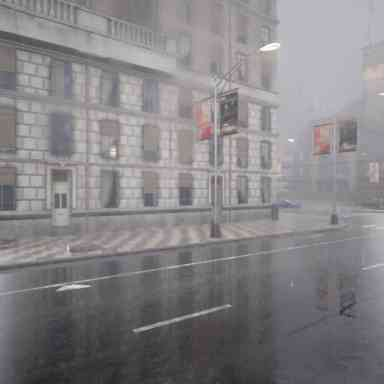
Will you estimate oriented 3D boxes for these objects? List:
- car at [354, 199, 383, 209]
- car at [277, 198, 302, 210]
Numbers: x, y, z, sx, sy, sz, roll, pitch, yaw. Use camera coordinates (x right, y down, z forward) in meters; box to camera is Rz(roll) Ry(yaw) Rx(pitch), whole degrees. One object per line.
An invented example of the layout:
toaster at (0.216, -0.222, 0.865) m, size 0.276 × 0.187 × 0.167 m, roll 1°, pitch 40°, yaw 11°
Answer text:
car at (24.741, 1.600, 45.292) m, size 1.895 × 1.301 × 4.718 m, roll 0°, pitch 0°, yaw -37°
car at (11.913, 1.525, 42.908) m, size 1.812 × 1.442 × 4.674 m, roll 0°, pitch 0°, yaw -36°
